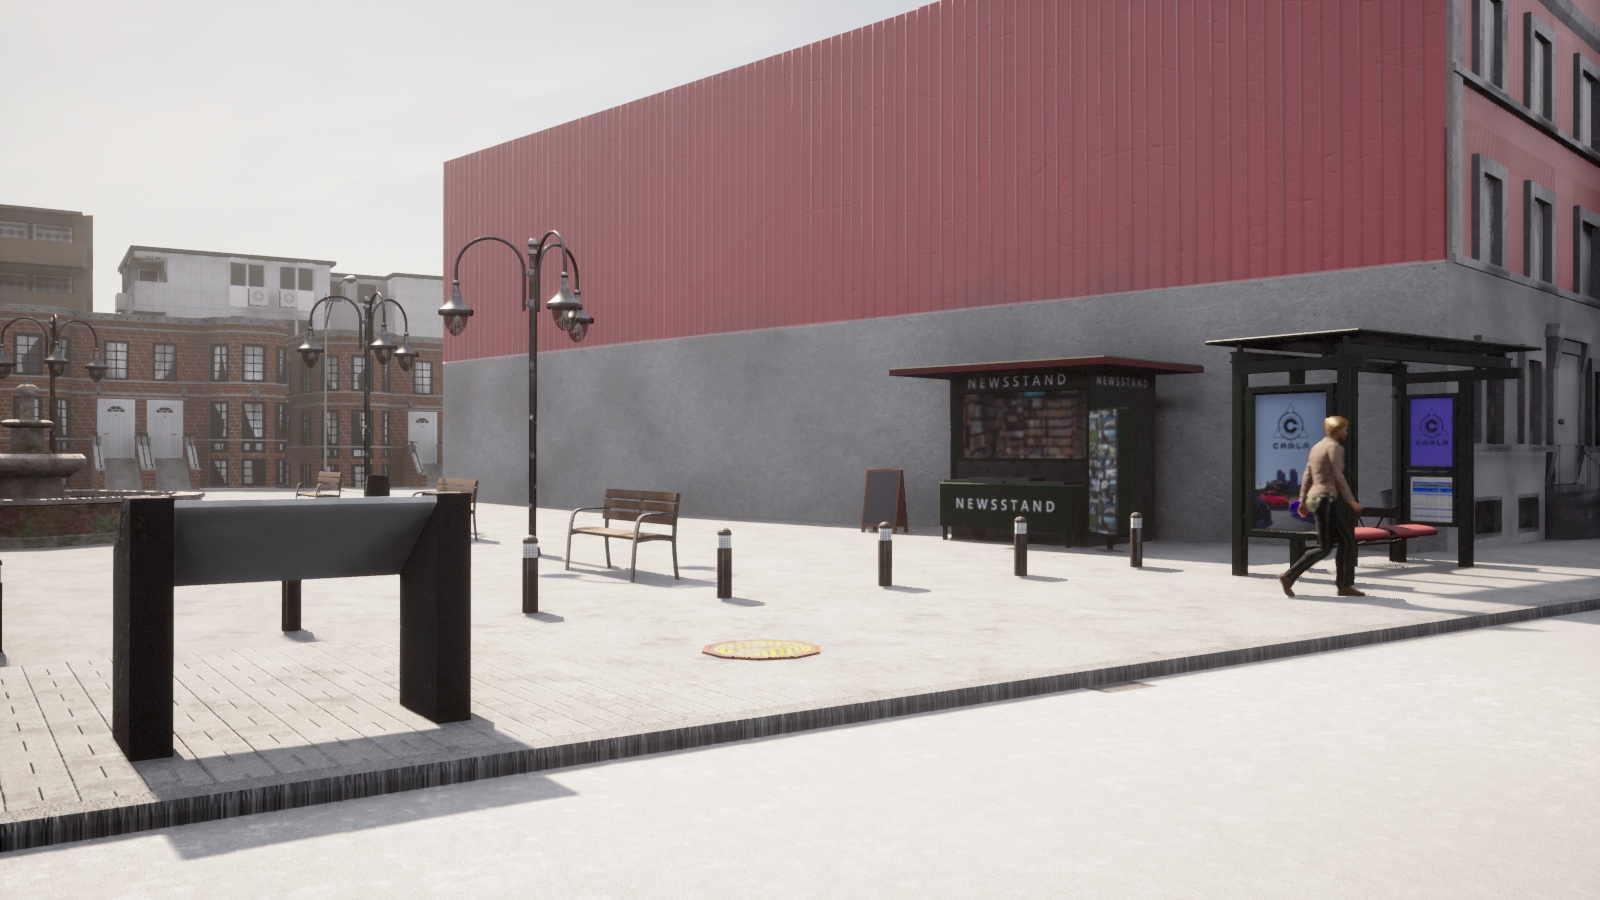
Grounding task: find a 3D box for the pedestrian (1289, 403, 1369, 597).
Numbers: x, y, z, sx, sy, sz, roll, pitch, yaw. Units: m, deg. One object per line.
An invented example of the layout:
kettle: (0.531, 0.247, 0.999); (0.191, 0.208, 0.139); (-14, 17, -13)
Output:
pedestrian: (5.114, 0.473, 12.156); (0.634, 1.846, 0.331); (0, 0, 7)
